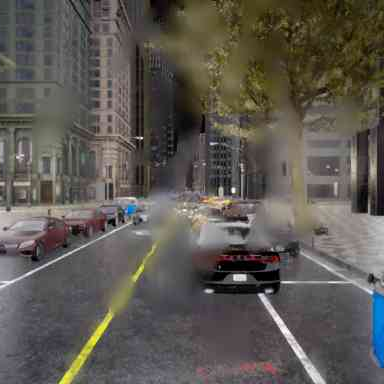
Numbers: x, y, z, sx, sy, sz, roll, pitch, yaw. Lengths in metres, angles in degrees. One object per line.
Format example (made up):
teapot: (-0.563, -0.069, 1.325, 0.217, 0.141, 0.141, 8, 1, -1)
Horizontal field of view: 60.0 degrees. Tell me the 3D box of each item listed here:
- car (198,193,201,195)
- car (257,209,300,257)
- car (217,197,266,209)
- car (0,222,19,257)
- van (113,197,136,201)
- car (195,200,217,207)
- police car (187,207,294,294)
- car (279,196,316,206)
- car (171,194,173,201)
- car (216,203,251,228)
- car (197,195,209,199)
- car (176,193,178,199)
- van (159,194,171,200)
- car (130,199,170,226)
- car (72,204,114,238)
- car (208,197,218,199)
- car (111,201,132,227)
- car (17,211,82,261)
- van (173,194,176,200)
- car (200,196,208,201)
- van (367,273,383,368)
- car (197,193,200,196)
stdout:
car: (2.896, 1.594, 77.440, 1.887, 1.381, 4.507, 0, 0, 0)
car: (2.780, 1.551, 12.663, 2.008, 1.369, 4.403, 0, 0, 0)
car: (2.788, 1.317, 17.952, 2.192, 1.841, 5.009, 0, 0, 0)
car: (-5.754, 1.551, 6.784, 2.008, 1.369, 4.403, 0, 0, 0)
van: (-5.721, 1.347, 28.437, 1.690, 1.788, 3.998, 0, 0, 0)
car: (0.930, 1.457, 18.995, 1.801, 1.575, 5.366, 0, 0, 0)
police car: (0.914, 1.425, 8.915, 1.930, 1.638, 5.238, 0, 0, 0)
car: (14.439, 1.243, 45.524, 4.902, 1.511, 2.128, -1, 0, 1)
car: (-5.666, 1.587, 71.946, 1.887, 1.381, 4.507, 0, 0, 0)
car: (2.796, 1.548, 23.241, 1.887, 1.381, 4.507, 0, 0, 0)
car: (3.484, 1.446, 43.863, 5.008, 1.535, 1.882, -2, 1, -29)
car: (-5.628, 1.654, 94.046, 1.802, 1.307, 4.206, 0, 0, 0)
van: (-5.677, 1.377, 66.421, 1.690, 1.788, 3.998, 0, 0, 0)
car: (-2.963, 1.496, 23.704, 2.128, 1.511, 4.902, 0, 0, 0)
car: (-5.737, 1.546, 17.611, 1.887, 1.381, 4.507, 0, 0, 0)
car: (2.819, 1.534, 33.992, 1.752, 1.417, 4.829, 0, 0, 0)
car: (-5.729, 1.569, 23.024, 1.947, 1.339, 4.313, 0, 0, 0)
car: (-5.745, 1.582, 12.197, 1.802, 1.307, 4.206, 0, 0, 0)
van: (-5.648, 1.398, 82.996, 1.690, 1.788, 3.998, 0, 0, 0)
car: (2.903, 1.602, 82.965, 1.887, 1.381, 4.507, 0, 0, 0)
van: (2.763, 1.341, 2.086, 1.690, 1.788, 3.998, 0, 0, 0)
car: (2.911, 1.590, 88.661, 1.752, 1.417, 4.829, 0, 0, 0)
